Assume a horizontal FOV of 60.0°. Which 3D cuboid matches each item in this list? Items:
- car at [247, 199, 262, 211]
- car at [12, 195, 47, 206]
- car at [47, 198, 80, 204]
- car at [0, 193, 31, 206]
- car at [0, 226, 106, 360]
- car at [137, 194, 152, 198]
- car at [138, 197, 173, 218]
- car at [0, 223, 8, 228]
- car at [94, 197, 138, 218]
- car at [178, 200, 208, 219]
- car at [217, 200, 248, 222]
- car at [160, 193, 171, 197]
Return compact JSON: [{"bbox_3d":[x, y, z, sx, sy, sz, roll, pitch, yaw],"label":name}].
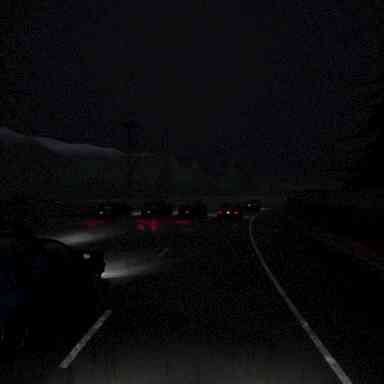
[{"bbox_3d":[7.644,1.585,42.360,1.994,1.385,4.181,0,0,19],"label":"car"},{"bbox_3d":[-18.798,1.453,40.525,2.128,1.511,4.902,0,0,16],"label":"car"},{"bbox_3d":[-15.113,1.571,40.810,1.895,1.301,4.718,0,0,16],"label":"car"},{"bbox_3d":[-22.233,1.176,41.266,2.150,2.045,5.566,0,0,15],"label":"car"},{"bbox_3d":[-3.174,1.541,5.911,2.033,1.411,5.357,0,0,3],"label":"car"},{"bbox_3d":[-11.209,1.336,77.531,1.837,1.490,4.892,0,0,28],"label":"car"},{"bbox_3d":[-3.123,1.487,30.535,2.128,1.511,4.902,0,0,13],"label":"car"},{"bbox_3d":[-6.398,1.478,9.485,2.128,1.511,4.902,0,0,4],"label":"car"},{"bbox_3d":[-6.917,1.479,29.616,2.128,1.511,4.902,0,0,12],"label":"car"},{"bbox_3d":[0.187,1.481,29.349,1.882,1.535,5.008,0,0,13],"label":"car"},{"bbox_3d":[3.181,1.557,26.825,2.033,1.411,5.357,0,0,12],"label":"car"},{"bbox_3d":[-6.397,1.108,78.950,1.837,1.490,4.892,0,0,30],"label":"car"}]
